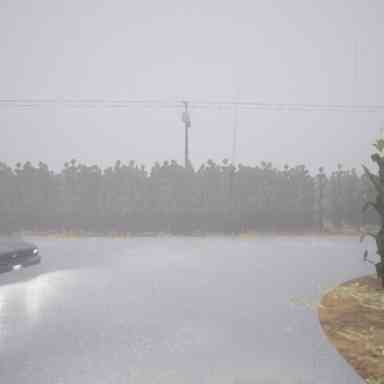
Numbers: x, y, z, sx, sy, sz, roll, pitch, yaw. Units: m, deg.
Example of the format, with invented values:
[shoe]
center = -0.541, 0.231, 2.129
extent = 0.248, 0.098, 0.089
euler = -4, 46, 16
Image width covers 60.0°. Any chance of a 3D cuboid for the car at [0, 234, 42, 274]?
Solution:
[car]
center = -6.944, 1.545, 9.506
extent = 5.357, 1.411, 2.033
euler = 0, 0, 21
